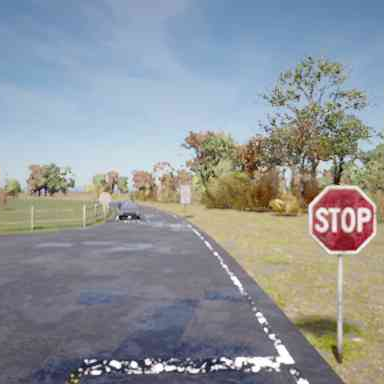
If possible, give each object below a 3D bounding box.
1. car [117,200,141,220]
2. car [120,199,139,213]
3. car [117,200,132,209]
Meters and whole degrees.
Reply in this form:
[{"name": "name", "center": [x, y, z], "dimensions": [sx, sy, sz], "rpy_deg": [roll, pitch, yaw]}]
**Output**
[{"name": "car", "center": [-5.574, 1.713, 29.982], "dimensions": [2.033, 1.411, 5.357], "rpy_deg": [0, 0, -9]}, {"name": "car", "center": [-7.787, 1.717, 41.161], "dimensions": [2.128, 1.511, 4.902], "rpy_deg": [0, 0, -13]}, {"name": "car", "center": [-10.708, 1.886, 52.429], "dimensions": [1.895, 1.301, 4.718], "rpy_deg": [0, 0, -16]}]
